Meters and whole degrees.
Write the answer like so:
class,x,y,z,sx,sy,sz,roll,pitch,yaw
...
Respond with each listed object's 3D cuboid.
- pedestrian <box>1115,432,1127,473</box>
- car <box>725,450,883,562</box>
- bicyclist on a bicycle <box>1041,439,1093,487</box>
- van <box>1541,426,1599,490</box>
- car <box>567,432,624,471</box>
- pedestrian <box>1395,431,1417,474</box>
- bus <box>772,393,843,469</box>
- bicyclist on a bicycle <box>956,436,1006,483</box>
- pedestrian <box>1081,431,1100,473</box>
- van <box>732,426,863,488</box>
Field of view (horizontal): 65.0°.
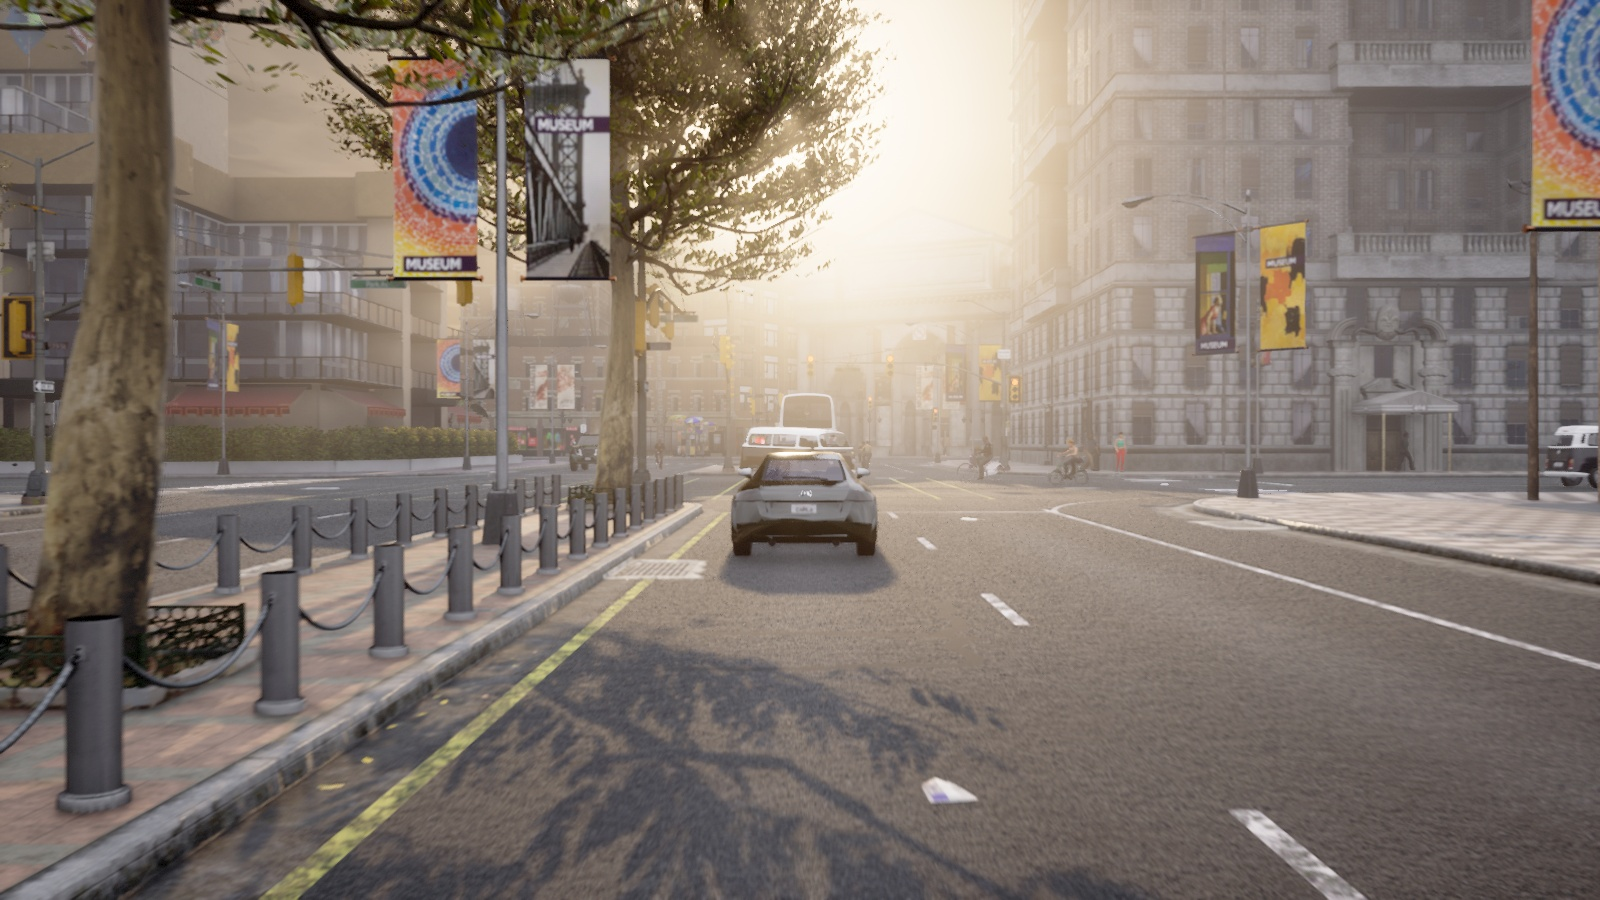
class,x,y,z,sx,sy,sz,roll,pitch,yaw
pedestrian,14.266,0.100,55.765,0.345,1.836,0.594,0,0,-2
car,0.060,0.709,17.938,1.994,1.385,4.181,0,0,0
bicyclist on a bicycle,9.261,0.445,43.586,1.509,1.612,0.866,0,1,-14
van,27.211,0.259,41.283,4.480,2.038,2.069,0,0,0
car,-11.094,0.071,68.451,2.150,2.045,5.566,0,0,0
pedestrian,27.567,0.103,57.109,0.788,1.949,0.423,0,0,4
bus,0.449,-1.056,75.702,3.944,4.253,10.273,0,0,0
bicyclist on a bicycle,6.946,0.351,48.282,1.843,1.776,0.659,0,0,0
pedestrian,12.943,0.098,55.942,0.540,1.848,0.694,0,0,-22
van,-0.128,0.204,45.204,4.480,2.038,2.069,2,2,42
